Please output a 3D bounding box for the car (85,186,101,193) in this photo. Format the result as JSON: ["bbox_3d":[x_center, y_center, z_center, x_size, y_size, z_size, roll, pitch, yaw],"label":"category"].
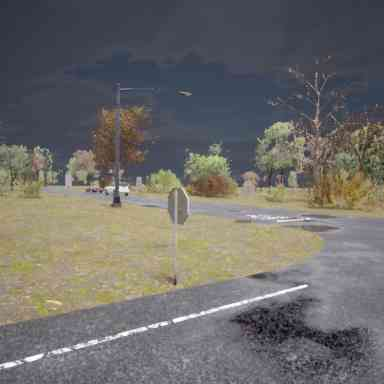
[{"bbox_3d":[-17.690,-0.440,59.849,1.895,1.301,4.718,0,2,-36],"label":"car"}]

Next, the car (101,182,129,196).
[{"bbox_3d":[-11.613,-0.484,51.366,2.150,2.045,5.566,0,2,-36],"label":"car"}]
